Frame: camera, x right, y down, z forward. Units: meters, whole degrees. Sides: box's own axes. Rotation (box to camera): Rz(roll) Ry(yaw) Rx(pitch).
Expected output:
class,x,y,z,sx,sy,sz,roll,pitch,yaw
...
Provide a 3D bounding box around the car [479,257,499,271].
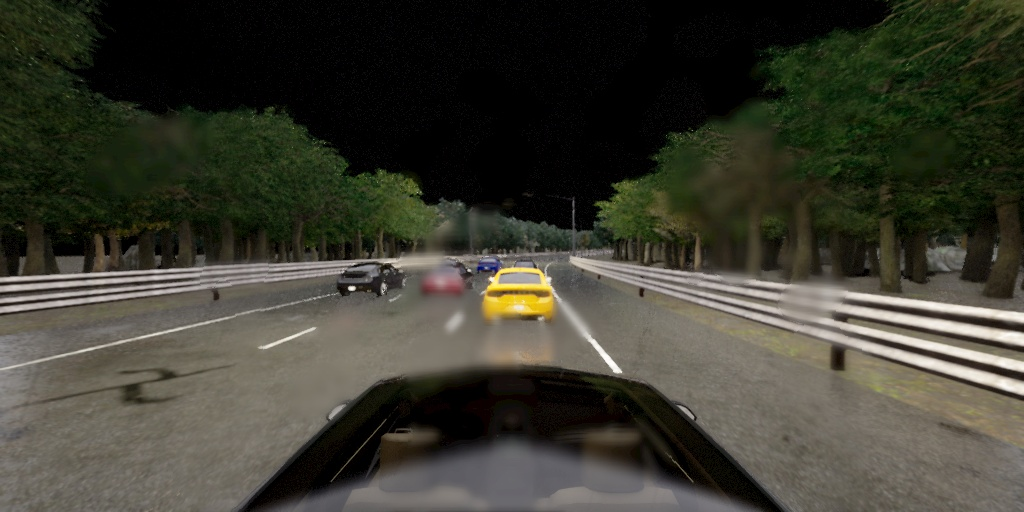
class,x,y,z,sx,sy,sz,roll,pitch,yaw
car,-2.009,0.868,33.703,1.882,1.535,5.008,0,1,5

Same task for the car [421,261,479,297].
class,x,y,z,sx,sy,sz,roll,pitch,yaw
car,-3.010,1.123,17.603,1.994,1.385,4.181,0,1,2

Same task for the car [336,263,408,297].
class,x,y,z,sx,sy,sz,roll,pitch,yaw
car,-6.530,1.065,17.255,1.837,1.490,4.892,0,1,2

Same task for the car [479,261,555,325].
class,x,y,z,sx,sy,sz,roll,pitch,yaw
car,0.259,1.110,11.443,1.882,1.535,5.008,0,1,2

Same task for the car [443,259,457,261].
class,x,y,z,sx,sy,sz,roll,pitch,yaw
car,-5.583,0.958,32.914,1.994,1.385,4.181,0,1,5
